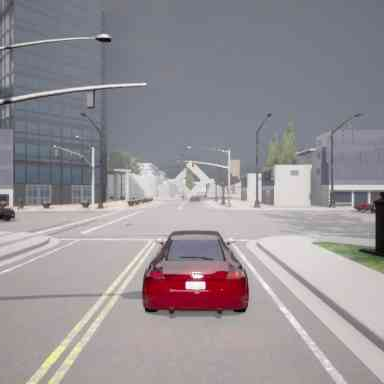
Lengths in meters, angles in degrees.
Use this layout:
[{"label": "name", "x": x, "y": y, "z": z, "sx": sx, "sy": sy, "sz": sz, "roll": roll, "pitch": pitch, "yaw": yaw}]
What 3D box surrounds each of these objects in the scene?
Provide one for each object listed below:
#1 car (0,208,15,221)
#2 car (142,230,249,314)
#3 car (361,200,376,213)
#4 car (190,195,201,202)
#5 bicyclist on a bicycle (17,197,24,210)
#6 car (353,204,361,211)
[{"label": "car", "x": -16.597, "y": 1.586, "z": 26.143, "sx": 5.008, "sy": 1.535, "sz": 1.882, "roll": -1, "pitch": 0, "yaw": 0}, {"label": "car", "x": 0.075, "y": 1.564, "z": 7.685, "sx": 1.994, "sy": 1.385, "sz": 4.181, "roll": 0, "pitch": 0, "yaw": 0}, {"label": "car", "x": 20.220, "y": 1.552, "z": 33.629, "sx": 4.718, "sy": 1.301, "sz": 1.895, "roll": 0, "pitch": 0, "yaw": 0}, {"label": "car", "x": 0.785, "y": 1.521, "z": 77.306, "sx": 1.812, "sy": 1.442, "sz": 4.674, "roll": 0, "pitch": 0, "yaw": 12}, {"label": "bicyclist on a bicycle", "x": -21.975, "y": 1.464, "z": 42.578, "sx": 0.582, "sy": 1.620, "sz": 1.656, "roll": -1, "pitch": 0, "yaw": 0}, {"label": "car", "x": 20.662, "y": 1.551, "z": 37.125, "sx": 4.718, "sy": 1.301, "sz": 1.895, "roll": 0, "pitch": 0, "yaw": 0}]
